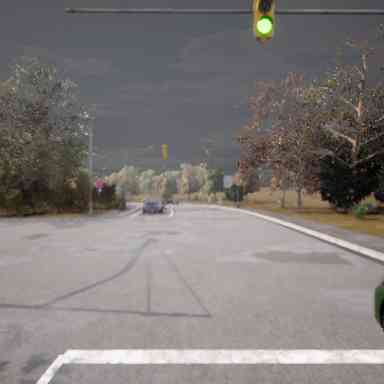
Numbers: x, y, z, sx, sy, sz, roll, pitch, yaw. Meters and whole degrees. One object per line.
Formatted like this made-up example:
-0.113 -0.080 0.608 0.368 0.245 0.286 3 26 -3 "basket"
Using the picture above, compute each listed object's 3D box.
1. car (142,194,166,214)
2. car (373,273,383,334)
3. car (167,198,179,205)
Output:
-4.075 1.327 35.271 2.097 1.767 4.553 0 0 -3 "car"
3.598 1.216 2.248 2.150 2.045 5.566 0 0 0 "car"
-4.451 2.147 74.980 2.128 1.511 4.902 0 -1 -22 "car"
